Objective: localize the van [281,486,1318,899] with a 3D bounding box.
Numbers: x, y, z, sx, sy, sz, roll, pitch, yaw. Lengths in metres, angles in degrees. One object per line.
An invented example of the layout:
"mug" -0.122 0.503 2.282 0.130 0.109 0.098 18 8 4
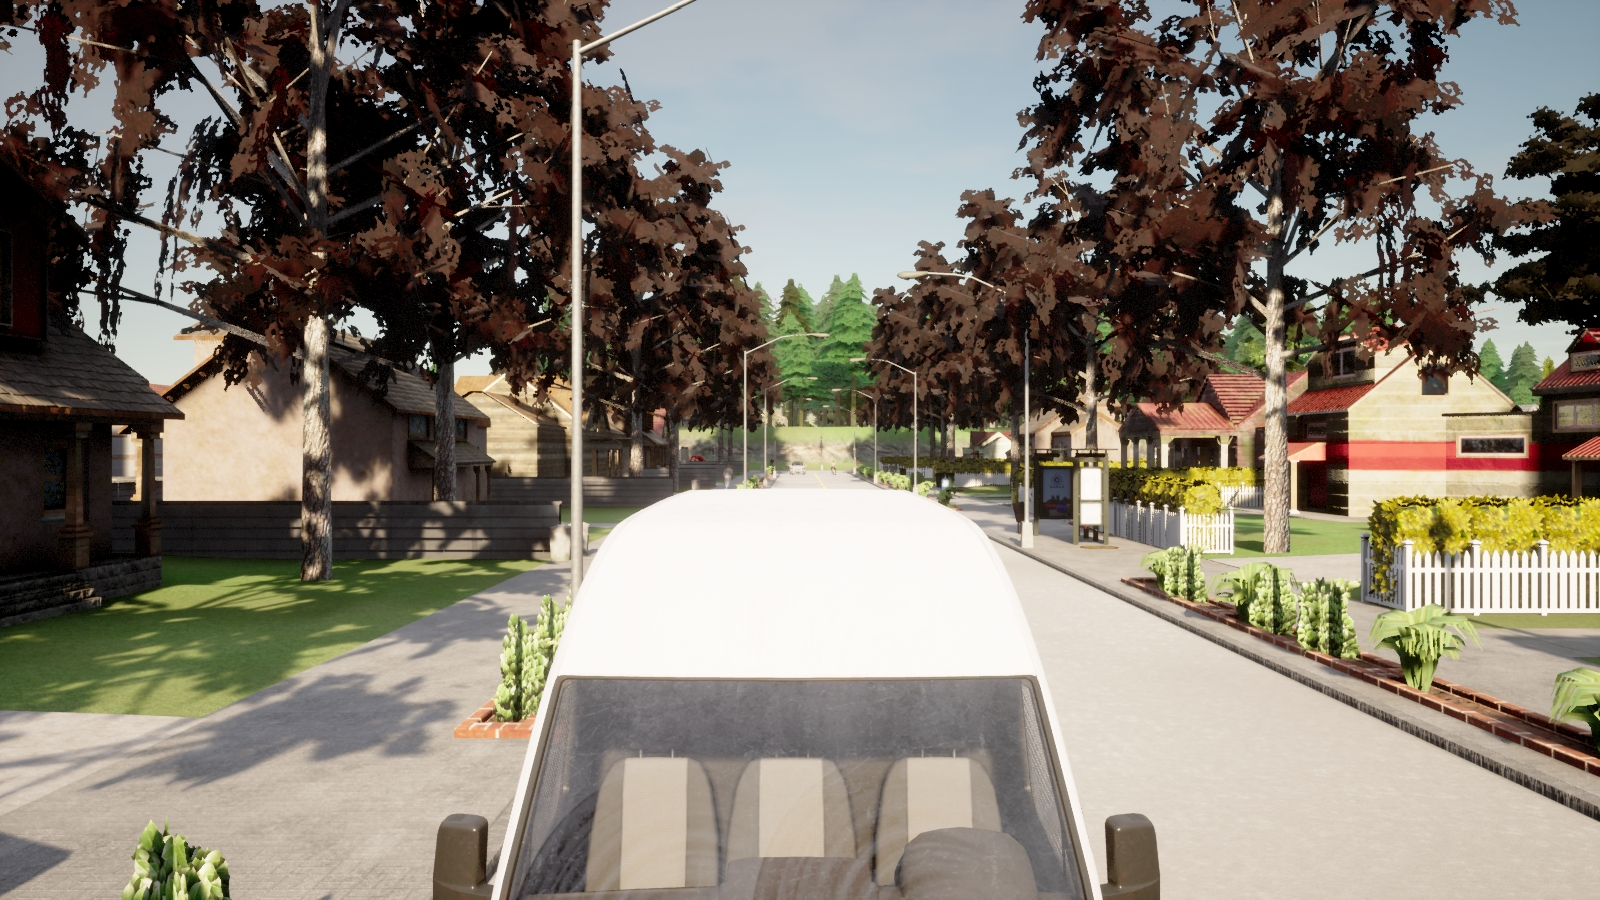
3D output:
"van" -0.006 1.534 5.149 1.988 2.561 5.915 0 0 0

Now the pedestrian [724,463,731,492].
"pedestrian" -4.629 1.743 72.714 0.375 1.860 0.375 0 0 2
